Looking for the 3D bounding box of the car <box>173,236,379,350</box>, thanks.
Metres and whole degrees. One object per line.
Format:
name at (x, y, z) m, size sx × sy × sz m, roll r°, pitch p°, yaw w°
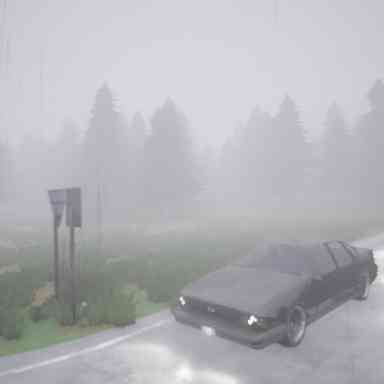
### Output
car at (2.124, 1.665, 6.810) m, size 5.357 × 1.411 × 2.033 m, roll 0°, pitch -2°, yaw -45°
